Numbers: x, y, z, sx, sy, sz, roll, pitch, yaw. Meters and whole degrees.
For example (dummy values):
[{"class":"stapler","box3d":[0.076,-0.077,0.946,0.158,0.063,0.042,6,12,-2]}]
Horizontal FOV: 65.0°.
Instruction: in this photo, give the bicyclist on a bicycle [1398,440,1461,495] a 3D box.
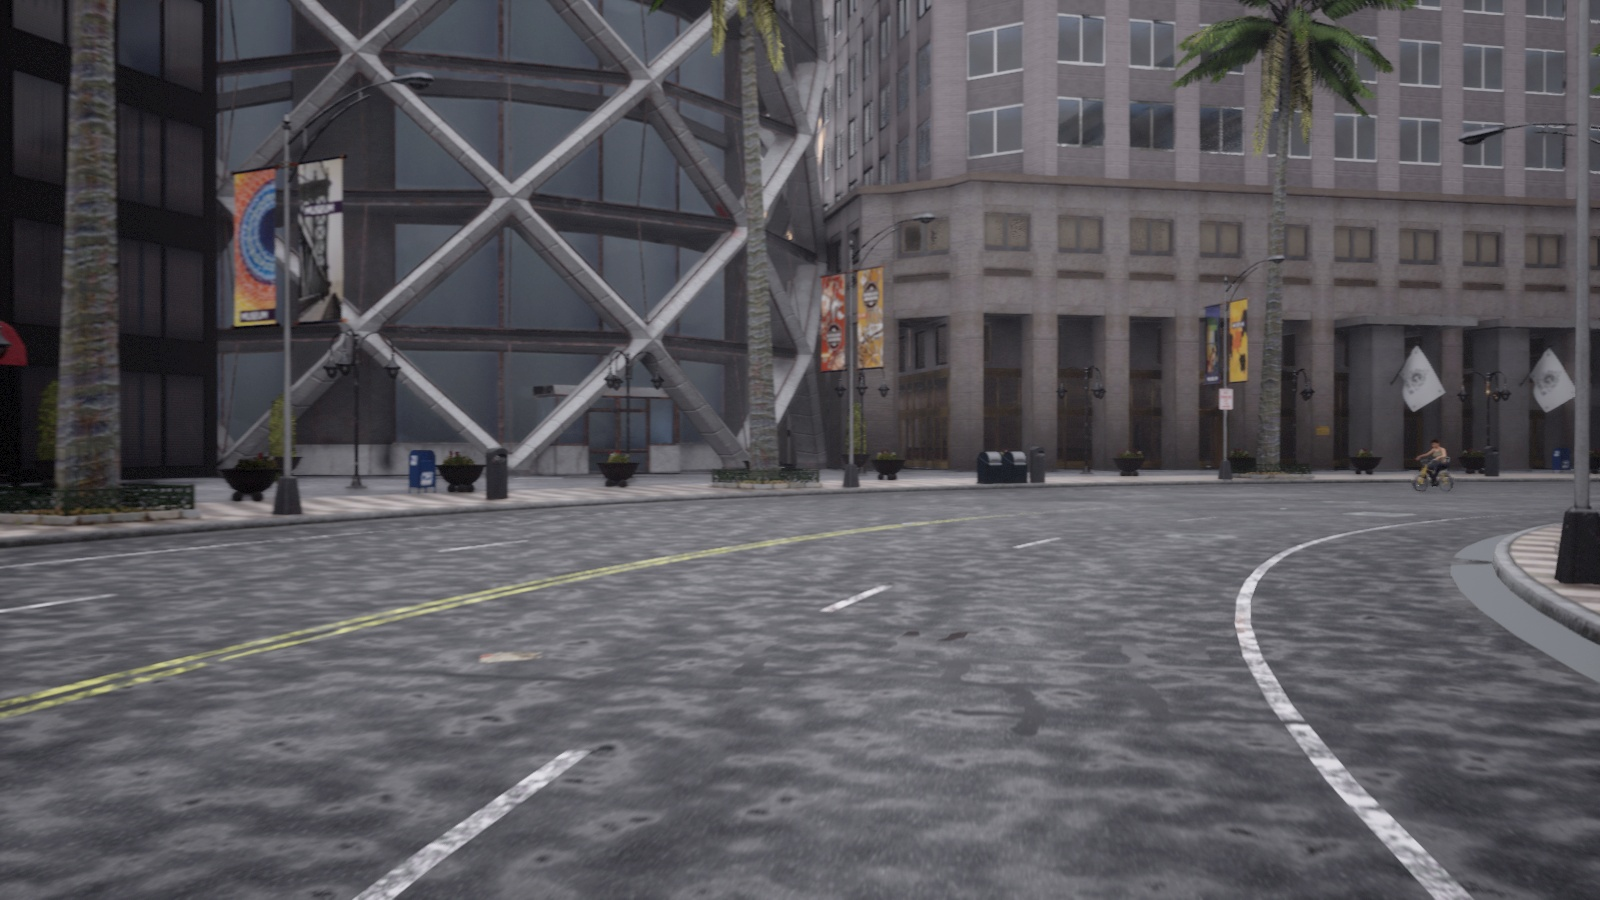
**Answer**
[{"class":"bicyclist on a bicycle","box3d":[18.944,0.505,37.814,1.509,1.612,0.866,0,1,-18]}]
